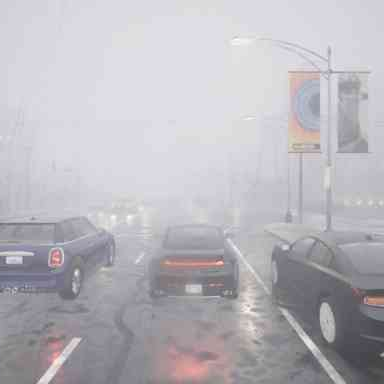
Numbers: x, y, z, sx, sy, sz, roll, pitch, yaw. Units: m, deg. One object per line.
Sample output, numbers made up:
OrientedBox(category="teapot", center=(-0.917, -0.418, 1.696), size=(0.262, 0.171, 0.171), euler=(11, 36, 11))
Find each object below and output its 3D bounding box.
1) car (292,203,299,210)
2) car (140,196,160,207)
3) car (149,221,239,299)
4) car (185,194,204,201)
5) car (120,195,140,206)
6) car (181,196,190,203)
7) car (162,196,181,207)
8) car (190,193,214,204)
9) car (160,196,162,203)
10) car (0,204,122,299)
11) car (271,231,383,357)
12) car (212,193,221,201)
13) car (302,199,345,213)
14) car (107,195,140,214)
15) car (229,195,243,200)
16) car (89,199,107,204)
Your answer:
OrientedBox(category="car", center=(15.071, 1.547, 40.553), size=(5.357, 1.411, 2.033), euler=(0, 0, 1))
OrientedBox(category="car", center=(-6.849, 1.352, 52.251), size=(2.097, 1.767, 4.553), euler=(0, 0, 4))
OrientedBox(category="car", center=(0.049, 1.505, 8.443), size=(1.837, 1.490, 4.892), euler=(0, 0, 0))
OrientedBox(category="car", center=(0.641, 1.355, 81.425), size=(2.097, 1.767, 4.553), euler=(0, 0, 40))
OrientedBox(category="car", center=(-10.173, 1.351, 54.949), size=(2.097, 1.767, 4.553), euler=(0, 0, 5))
OrientedBox(category="car", center=(-2.928, 1.547, 69.455), size=(2.033, 1.411, 5.357), euler=(0, 0, 23))
OrientedBox(category="car", center=(-3.222, 1.564, 51.894), size=(1.994, 1.385, 4.181), euler=(0, 0, -7))
OrientedBox(category="car", center=(1.920, 1.491, 62.151), size=(2.128, 1.511, 4.902), euler=(0, 0, 18))
OrientedBox(category="car", center=(-6.838, 1.558, 69.286), size=(1.994, 1.385, 4.181), euler=(0, 0, 23))
OrientedBox(category="car", center=(-3.450, 1.352, 8.625), size=(2.097, 1.767, 4.553), euler=(0, 0, 0))
OrientedBox(category="car", center=(2.892, 1.480, 6.284), size=(2.097, 1.535, 5.008), euler=(0, 0, 0))
OrientedBox(category="car", center=(4.687, 1.225, 80.708), size=(2.150, 2.045, 5.566), euler=(0, 0, 43))
OrientedBox(category="car", center=(14.771, 1.564, 37.004), size=(4.181, 1.385, 1.994), euler=(0, 0, 0))
OrientedBox(category="car", center=(-7.140, 1.352, 35.166), size=(2.097, 1.767, 4.553), euler=(0, 0, 0))
OrientedBox(category="car", center=(12.286, 1.524, 91.368), size=(4.674, 1.442, 1.812), euler=(0, 0, -37))
OrientedBox(category="car", center=(-10.647, 1.548, 38.822), size=(2.033, 1.411, 5.357), euler=(0, 0, 0))
